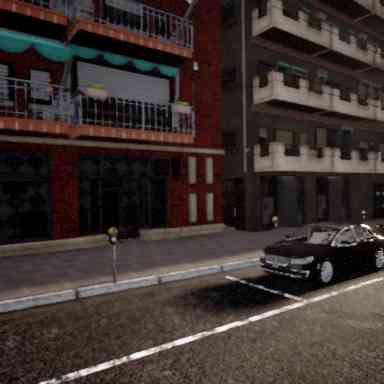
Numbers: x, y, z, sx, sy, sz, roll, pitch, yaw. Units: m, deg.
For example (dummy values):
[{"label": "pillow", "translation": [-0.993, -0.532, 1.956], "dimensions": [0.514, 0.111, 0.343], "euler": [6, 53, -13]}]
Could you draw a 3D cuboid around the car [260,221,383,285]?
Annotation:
[{"label": "car", "translation": [3.787, 1.535, 9.276], "dimensions": [4.403, 1.369, 2.008], "euler": [0, -1, -35]}]
